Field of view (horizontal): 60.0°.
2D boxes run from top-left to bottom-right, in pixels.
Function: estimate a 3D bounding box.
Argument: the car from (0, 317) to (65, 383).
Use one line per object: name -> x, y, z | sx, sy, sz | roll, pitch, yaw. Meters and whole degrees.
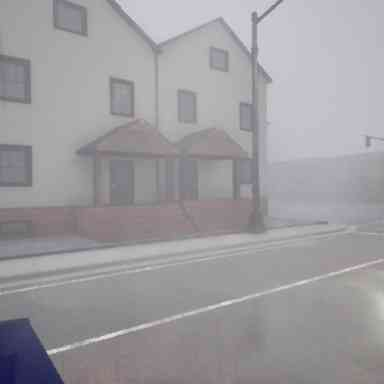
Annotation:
car -> -3.209, 1.625, 1.686 | 4.718, 1.301, 1.895 | -1, 1, -35
